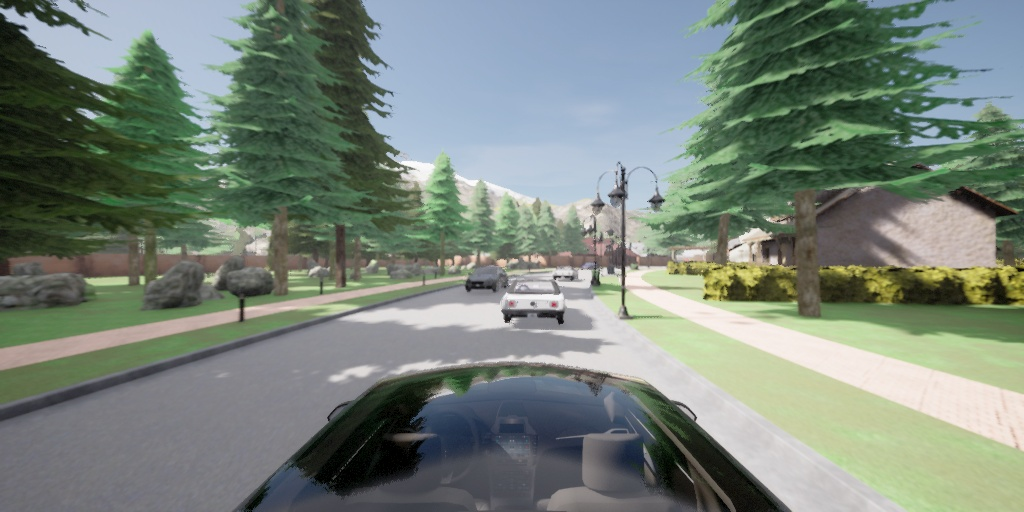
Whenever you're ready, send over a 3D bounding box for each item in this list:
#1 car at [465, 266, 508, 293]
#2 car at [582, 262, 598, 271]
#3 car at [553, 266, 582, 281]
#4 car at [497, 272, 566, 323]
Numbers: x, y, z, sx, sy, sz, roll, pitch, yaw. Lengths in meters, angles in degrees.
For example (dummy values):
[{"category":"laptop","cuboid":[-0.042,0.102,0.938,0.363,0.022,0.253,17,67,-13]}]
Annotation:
[{"category":"car","cuboid":[-1.468,1.392,22.284,1.837,1.490,4.892,0,0,11]},{"category":"car","cuboid":[13.251,1.713,60.803,1.812,1.442,4.674,0,0,31]},{"category":"car","cuboid":[5.126,1.583,33.737,1.895,1.301,4.718,0,0,17]},{"category":"car","cuboid":[0.815,1.427,12.479,1.895,1.301,4.718,0,0,6]}]
